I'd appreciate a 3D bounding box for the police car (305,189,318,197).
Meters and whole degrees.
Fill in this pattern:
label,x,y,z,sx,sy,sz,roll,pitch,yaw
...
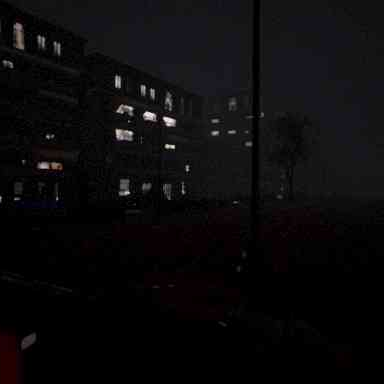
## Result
label,x,y,z,sx,sy,sz,roll,pitch,yaw
police car,27.601,0.197,76.706,1.930,1.638,5.238,0,1,32

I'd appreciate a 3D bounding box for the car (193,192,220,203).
label,x,y,z,sx,sy,sz,roll,pitch,yaw
car,2.267,0.816,51.460,2.008,1.369,4.403,2,2,35

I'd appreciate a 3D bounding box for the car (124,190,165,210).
label,x,y,z,sx,sy,sz,roll,pitch,yaw
car,-5.132,0.768,36.315,2.150,2.045,5.566,1,1,35

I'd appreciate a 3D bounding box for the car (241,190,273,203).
label,x,y,z,sx,sy,sz,roll,pitch,yaw
car,9.144,0.883,46.672,2.008,1.369,4.403,2,2,35

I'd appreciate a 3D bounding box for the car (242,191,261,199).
label,x,y,z,sx,sy,sz,roll,pitch,yaw
car,11.717,0.535,65.031,1.752,1.417,4.829,2,2,35

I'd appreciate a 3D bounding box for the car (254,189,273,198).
label,x,y,z,sx,sy,sz,roll,pitch,yaw
car,14.999,0.236,69.735,2.192,1.841,5.009,2,2,35

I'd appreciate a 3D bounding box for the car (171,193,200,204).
label,x,y,z,sx,sy,sz,roll,pitch,yaw
car,-0.915,0.918,46.890,1.947,1.339,4.313,2,2,35

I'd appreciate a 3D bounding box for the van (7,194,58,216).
label,x,y,z,sx,sy,sz,roll,pitch,yaw
van,-13.641,1.044,28.604,1.690,1.788,3.998,2,2,35

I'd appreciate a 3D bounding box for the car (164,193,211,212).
label,x,y,z,sx,sy,sz,roll,pitch,yaw
car,-0.403,1.138,32.960,1.887,1.381,4.507,2,2,35

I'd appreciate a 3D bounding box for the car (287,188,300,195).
label,x,y,z,sx,sy,sz,roll,pitch,yaw
car,24.545,-0.021,83.445,2.192,1.841,5.009,2,2,35

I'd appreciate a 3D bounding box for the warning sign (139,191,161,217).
label,x,y,z,sx,sy,sz,roll,pitch,yaw
warning sign,-3.148,0.856,24.898,1.300,1.860,1.060,-1,0,35

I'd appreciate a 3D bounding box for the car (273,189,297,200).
label,x,y,z,sx,sy,sz,roll,pitch,yaw
car,15.607,0.682,55.952,1.752,1.417,4.829,2,2,35

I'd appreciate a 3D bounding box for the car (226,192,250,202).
label,x,y,z,sx,sy,sz,roll,pitch,yaw
car,7.530,0.716,54.338,1.837,1.490,4.892,1,1,35

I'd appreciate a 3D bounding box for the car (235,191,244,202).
label,x,y,z,sx,sy,sz,roll,pitch,yaw
car,7.397,0.651,48.803,2.097,1.767,4.553,1,1,35

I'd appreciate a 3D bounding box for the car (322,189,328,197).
label,x,y,z,sx,sy,sz,roll,pitch,yaw
car,28.238,0.367,74.092,2.008,1.369,4.403,2,2,35

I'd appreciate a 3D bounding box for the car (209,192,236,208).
label,x,y,z,sx,sy,sz,roll,pitch,yaw
car,2.780,1.057,37.531,2.008,1.369,4.403,2,2,35

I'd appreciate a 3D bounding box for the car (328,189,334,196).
label,x,y,z,sx,sy,sz,roll,pitch,yaw
car,34.603,0.085,83.230,1.967,1.590,4.097,2,2,35

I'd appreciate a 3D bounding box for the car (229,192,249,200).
label,x,y,z,sx,sy,sz,roll,pitch,yaw
car,8.632,0.659,60.601,1.947,1.339,4.313,2,2,35

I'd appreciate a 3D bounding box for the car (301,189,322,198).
label,x,y,z,sx,sy,sz,roll,pitch,yaw
car,25.056,0.452,69.523,2.008,1.369,4.403,2,2,35

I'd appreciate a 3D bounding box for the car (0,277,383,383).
label,x,y,z,sx,sy,sz,roll,pitch,yaw
car,-0.418,1.545,3.169,4.507,1.381,1.887,0,0,36

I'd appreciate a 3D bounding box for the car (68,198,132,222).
label,x,y,z,sx,sy,sz,roll,pitch,yaw
car,-6.767,1.335,23.822,1.947,1.339,4.313,2,2,35

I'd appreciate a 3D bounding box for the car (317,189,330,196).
label,x,y,z,sx,sy,sz,roll,pitch,yaw
car,33.529,0.076,84.877,1.801,1.575,5.366,1,1,35
